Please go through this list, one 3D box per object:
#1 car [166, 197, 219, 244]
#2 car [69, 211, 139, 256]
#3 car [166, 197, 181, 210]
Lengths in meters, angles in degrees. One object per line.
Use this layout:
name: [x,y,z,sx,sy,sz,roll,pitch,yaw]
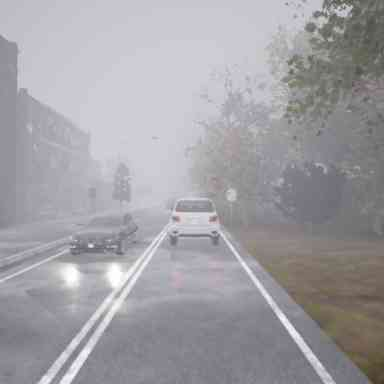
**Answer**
car: [0.117,1.295,16.340,2.150,2.045,5.566,0,0,0]
car: [-3.337,1.556,13.407,1.837,1.490,4.892,0,0,0]
car: [-3.133,1.901,56.290,2.150,2.045,5.566,0,-1,1]
